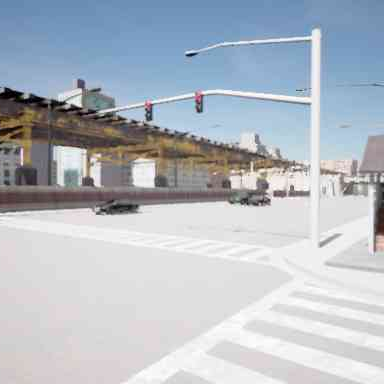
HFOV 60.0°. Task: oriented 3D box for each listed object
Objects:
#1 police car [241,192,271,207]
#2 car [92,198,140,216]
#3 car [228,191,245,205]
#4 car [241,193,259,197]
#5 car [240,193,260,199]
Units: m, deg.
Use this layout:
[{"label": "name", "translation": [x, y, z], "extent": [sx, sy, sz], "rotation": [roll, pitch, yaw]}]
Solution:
[{"label": "police car", "translation": [9.161, 1.175, 45.908], "extent": [1.930, 1.638, 5.238], "rotation": [1, 0, 36]}, {"label": "car", "translation": [-6.781, 1.291, 30.137], "extent": [1.812, 1.442, 4.674], "rotation": [1, 0, 36]}, {"label": "car", "translation": [7.546, 0.940, 49.748], "extent": [2.150, 2.045, 5.566], "rotation": [1, 0, 36]}, {"label": "car", "translation": [15.403, 0.799, 88.884], "extent": [4.536, 1.218, 1.853], "rotation": [0, 0, -25]}, {"label": "car", "translation": [15.449, 0.956, 88.907], "extent": [4.974, 1.542, 2.038], "rotation": [0, 0, -25]}]
